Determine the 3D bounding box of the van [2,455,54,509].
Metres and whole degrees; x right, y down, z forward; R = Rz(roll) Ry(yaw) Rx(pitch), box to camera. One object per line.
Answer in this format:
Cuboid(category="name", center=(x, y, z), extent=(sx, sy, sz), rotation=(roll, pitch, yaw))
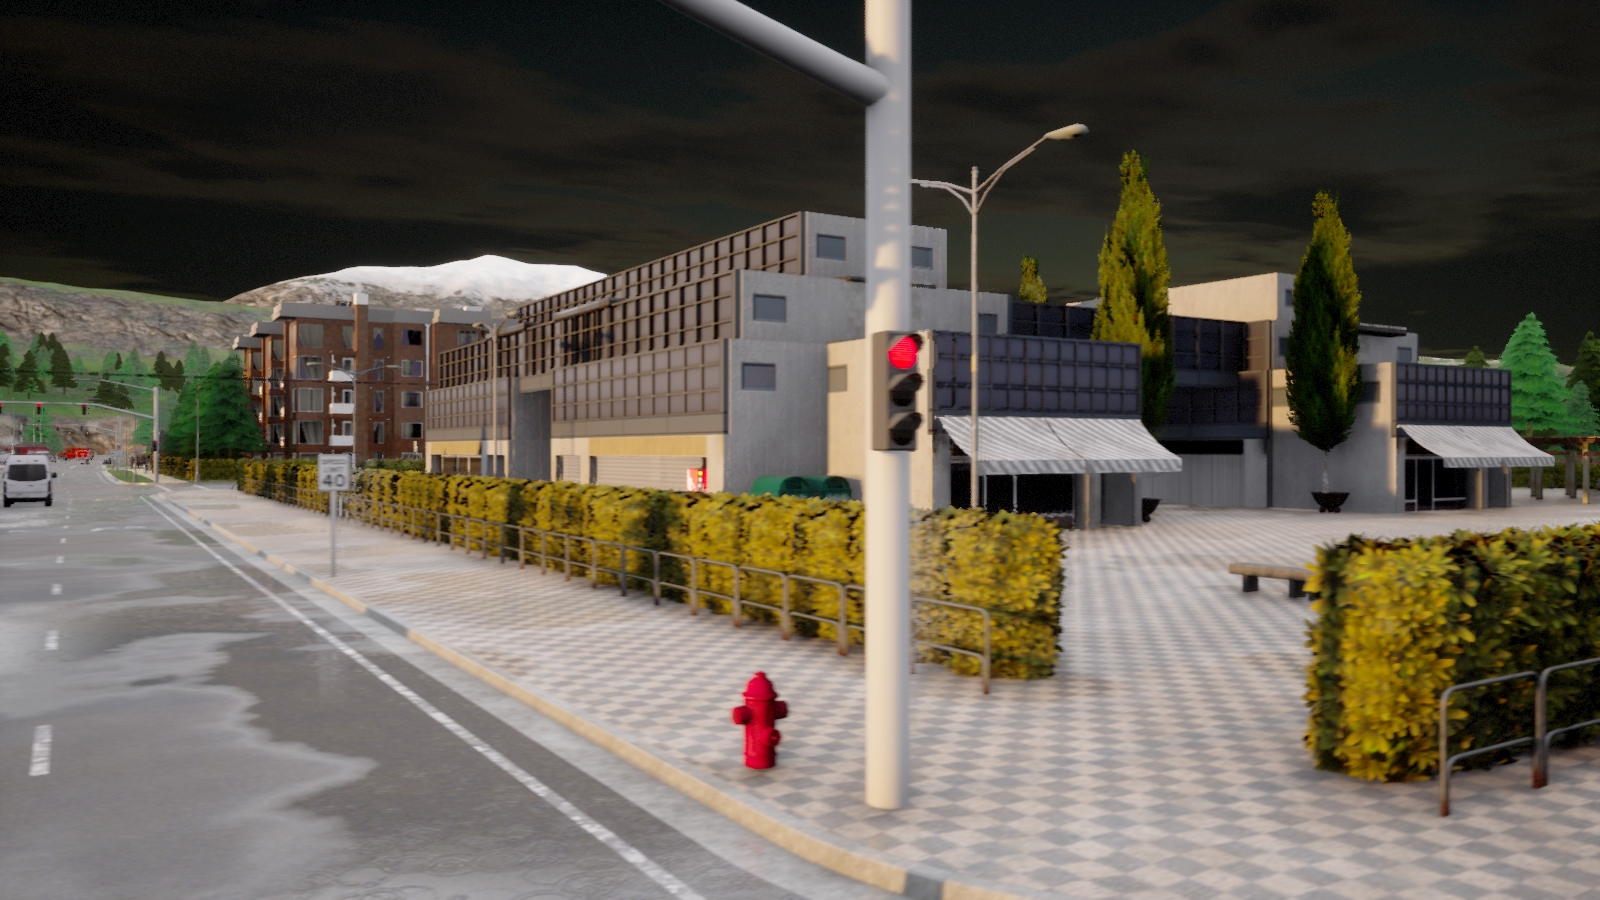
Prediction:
Cuboid(category="van", center=(-38.944, 1.533, 57.730), extent=(1.988, 2.561, 5.915), rotation=(0, 0, -32))
